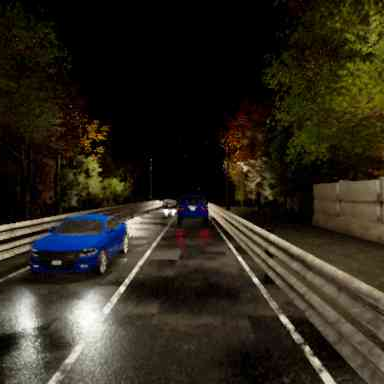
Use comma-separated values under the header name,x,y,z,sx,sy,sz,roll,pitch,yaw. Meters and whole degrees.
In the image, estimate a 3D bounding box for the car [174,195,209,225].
name,x,y,z,sx,sy,sz,roll,pitch,yaw
car,0.070,1.295,24.745,2.150,2.045,5.566,0,-2,0

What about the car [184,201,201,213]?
name,x,y,z,sx,sy,sz,roll,pitch,yaw
car,0.093,1.828,41.625,2.033,1.411,5.357,0,-1,0

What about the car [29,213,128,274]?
name,x,y,z,sx,sy,sz,roll,pitch,yaw
car,-3.350,1.483,10.732,1.882,1.535,5.008,0,0,0

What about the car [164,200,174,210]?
name,x,y,z,sx,sy,sz,roll,pitch,yaw
car,-3.321,1.949,52.130,2.128,1.511,4.902,0,-1,0
